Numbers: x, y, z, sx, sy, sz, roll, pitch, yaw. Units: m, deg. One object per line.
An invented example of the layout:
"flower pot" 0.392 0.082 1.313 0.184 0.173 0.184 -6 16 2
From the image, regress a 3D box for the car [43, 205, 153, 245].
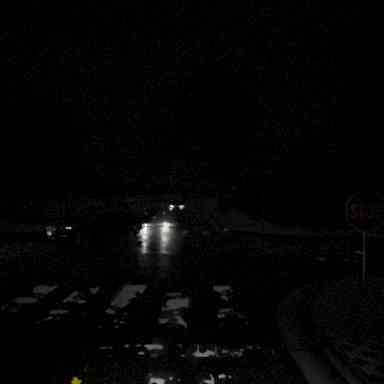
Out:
"car" -4.388 1.461 15.517 2.128 1.511 4.902 3 0 34

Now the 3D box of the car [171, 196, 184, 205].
"car" -2.446 1.380 57.199 1.882 1.535 5.008 0 0 5

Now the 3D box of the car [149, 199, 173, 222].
"car" -2.742 1.552 26.578 1.812 1.442 4.674 0 0 0
